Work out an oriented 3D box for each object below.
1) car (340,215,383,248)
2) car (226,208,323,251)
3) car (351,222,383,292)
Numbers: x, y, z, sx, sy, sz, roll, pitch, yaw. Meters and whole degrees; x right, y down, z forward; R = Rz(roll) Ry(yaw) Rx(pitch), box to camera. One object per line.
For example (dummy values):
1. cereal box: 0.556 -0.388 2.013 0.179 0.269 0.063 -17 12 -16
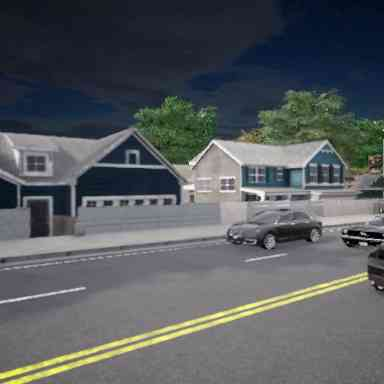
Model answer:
1. car: 8.044 1.594 13.404 4.718 1.301 1.895 0 0 -35
2. car: 3.646 1.496 14.262 4.892 1.490 1.837 0 0 -35
3. car: 5.923 1.497 7.661 4.892 1.490 1.837 0 0 -36
